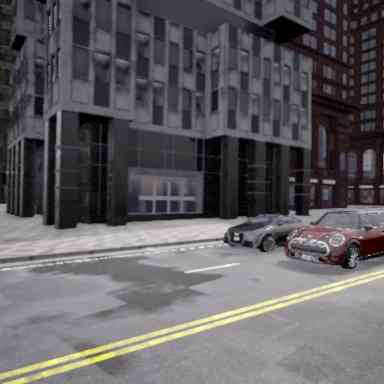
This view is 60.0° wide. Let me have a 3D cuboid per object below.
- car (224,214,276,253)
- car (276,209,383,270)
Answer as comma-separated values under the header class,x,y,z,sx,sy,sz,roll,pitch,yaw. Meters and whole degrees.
class,x,y,z,sx,sy,sz,roll,pitch,yaw
car,3.352,1.629,14.061,4.181,1.385,1.994,0,0,-35
car,5.314,1.417,11.466,4.553,1.767,2.097,0,0,-35
